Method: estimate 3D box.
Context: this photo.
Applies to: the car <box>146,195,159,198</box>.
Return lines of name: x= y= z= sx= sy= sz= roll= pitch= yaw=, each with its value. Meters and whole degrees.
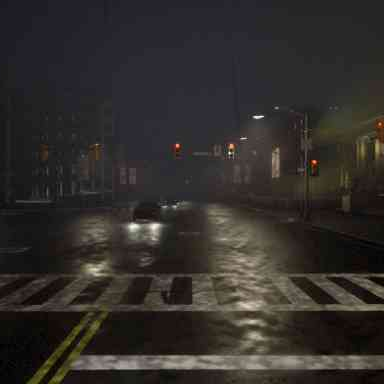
car: x=-7.039 y=1.526 z=55.695 sx=1.812 sy=1.442 sz=4.674 roll=0 pitch=0 yaw=0

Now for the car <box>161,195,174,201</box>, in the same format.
car: x=-6.070 y=1.478 z=81.880 sx=1.882 sy=1.535 sz=5.008 roll=0 pitch=0 yaw=-21

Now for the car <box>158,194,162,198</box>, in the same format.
car: x=-7.012 y=1.547 z=67.781 sx=2.033 sy=1.411 sz=5.357 roll=0 pitch=0 yaw=1

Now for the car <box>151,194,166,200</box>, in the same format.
car: x=-9.515 y=1.449 z=94.482 sx=1.837 sy=1.490 sz=4.892 roll=0 pitch=0 yaw=-43

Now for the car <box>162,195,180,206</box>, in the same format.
car: x=-3.541 y=1.504 z=56.120 sx=1.837 sy=1.490 sz=4.892 roll=0 pitch=0 yaw=0

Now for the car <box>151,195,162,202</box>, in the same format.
car: x=-8.436 y=1.500 z=77.981 sx=1.837 sy=1.490 sz=4.892 roll=0 pitch=0 yaw=-14

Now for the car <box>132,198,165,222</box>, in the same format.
car: x=-3.569 y=1.477 z=26.916 sx=1.882 sy=1.535 sz=5.008 roll=0 pitch=0 yaw=0

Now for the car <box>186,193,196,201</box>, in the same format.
car: x=-1.092 y=1.224 z=87.867 sx=2.150 sy=2.045 sz=5.566 roll=0 pitch=0 yaw=-29

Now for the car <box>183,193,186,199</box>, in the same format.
car: x=-4.129 y=1.552 z=86.139 sx=1.994 sy=1.385 sz=4.181 roll=0 pitch=0 yaw=-29

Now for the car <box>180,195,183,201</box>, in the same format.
car: x=-3.497 y=1.505 z=69.488 sx=1.837 sy=1.490 sz=4.892 roll=0 pitch=0 yaw=1
